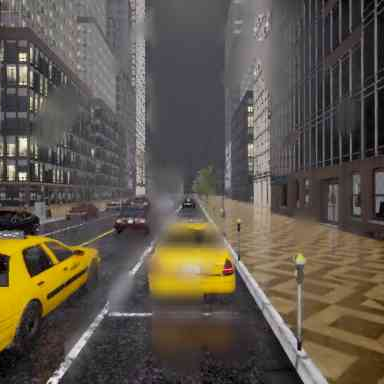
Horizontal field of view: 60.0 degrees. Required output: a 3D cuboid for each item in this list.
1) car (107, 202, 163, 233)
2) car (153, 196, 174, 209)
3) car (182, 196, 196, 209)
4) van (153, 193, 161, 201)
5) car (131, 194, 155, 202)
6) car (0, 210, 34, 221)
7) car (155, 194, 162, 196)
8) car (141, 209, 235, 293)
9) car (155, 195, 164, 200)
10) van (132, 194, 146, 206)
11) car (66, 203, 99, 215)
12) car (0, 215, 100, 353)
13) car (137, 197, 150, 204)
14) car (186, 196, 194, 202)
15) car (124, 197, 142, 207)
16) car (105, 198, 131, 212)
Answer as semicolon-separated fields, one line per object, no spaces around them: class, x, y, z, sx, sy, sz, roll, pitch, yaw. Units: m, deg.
car;-3.101;1.544;19.376;2.033;1.411;5.357;0;0;0
car;-3.069;1.511;39.087;1.812;1.442;4.674;0;0;0
car;-0.452;1.548;44.248;1.947;1.339;4.313;0;0;0
van;-8.831;1.286;84.106;1.690;1.788;3.998;0;0;0
car;-6.216;1.335;40.742;2.097;1.767;4.553;0;0;0
car;-8.833;1.563;15.800;1.947;1.339;4.313;0;0;0
car;-8.832;1.391;78.413;1.967;1.590;4.097;0;0;0
car;0.004;1.456;8.839;1.801;1.575;5.366;0;0;0
car;-8.832;1.504;89.799;1.947;1.339;4.313;0;0;0
van;-8.832;1.315;55.646;1.690;1.788;3.998;0;0;0
car;-8.832;1.575;27.183;1.802;1.307;4.206;0;0;0
car;-3.147;1.457;6.038;1.801;1.575;5.366;0;0;0
car;-8.833;1.551;61.338;1.802;1.307;4.206;0;0;0
car;-0.452;1.533;78.399;1.802;1.307;4.206;0;0;0
car;-8.833;1.523;49.953;1.887;1.381;4.507;0;0;0
car;-8.833;1.537;38.569;2.008;1.369;4.403;0;0;0
